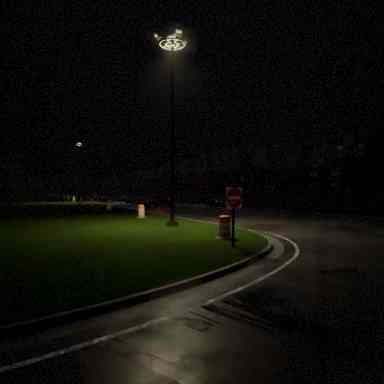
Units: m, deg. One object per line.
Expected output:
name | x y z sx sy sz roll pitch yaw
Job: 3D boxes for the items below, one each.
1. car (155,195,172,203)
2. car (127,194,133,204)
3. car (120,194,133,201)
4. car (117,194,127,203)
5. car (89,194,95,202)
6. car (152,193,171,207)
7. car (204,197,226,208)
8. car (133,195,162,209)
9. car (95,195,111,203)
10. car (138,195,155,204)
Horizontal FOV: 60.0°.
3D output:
car | -5.854 1.478 68.233 1.882 1.535 5.008 0 0 -25
car | -9.779 1.478 60.349 1.882 1.535 5.008 0 0 -25
car | -16.251 1.355 81.969 2.097 1.767 4.553 0 0 -25
car | -14.317 1.553 69.737 1.994 1.385 4.181 0 0 -25
car | -23.046 1.524 79.960 1.812 1.442 4.674 0 0 -25
car | -5.144 1.221 50.680 2.150 2.045 5.566 0 0 -25
car | 3.545 1.491 48.670 2.128 1.511 4.902 0 0 -25
car | -6.001 1.525 44.297 1.812 1.442 4.674 0 0 -25
car | -18.608 1.540 70.614 2.033 1.411 5.357 0 0 -25
car | -9.186 1.478 67.093 1.882 1.535 5.008 0 0 -25
